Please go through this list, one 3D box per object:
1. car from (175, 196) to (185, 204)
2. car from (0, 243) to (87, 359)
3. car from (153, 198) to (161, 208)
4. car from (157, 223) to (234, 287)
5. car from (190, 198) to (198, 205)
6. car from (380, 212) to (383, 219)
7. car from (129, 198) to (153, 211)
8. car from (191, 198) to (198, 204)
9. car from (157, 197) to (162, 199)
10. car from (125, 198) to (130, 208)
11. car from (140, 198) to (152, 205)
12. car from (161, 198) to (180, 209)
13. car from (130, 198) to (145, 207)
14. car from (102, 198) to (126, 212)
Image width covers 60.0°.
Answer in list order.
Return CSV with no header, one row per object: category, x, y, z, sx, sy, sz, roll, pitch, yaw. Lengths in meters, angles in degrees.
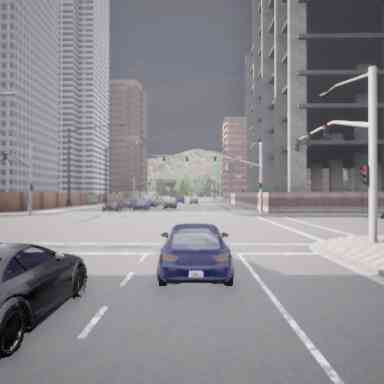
car,-2.930,1.889,81.826,2.150,2.045,5.566,0,0,1
car,-3.420,1.614,6.053,1.994,1.385,4.181,0,0,0
car,-6.955,2.060,56.610,1.895,1.301,4.718,0,0,1
car,0.087,1.603,9.416,1.812,1.442,4.674,0,0,0
car,0.447,2.132,74.820,2.128,1.511,4.902,0,0,1
car,18.325,1.768,26.965,5.357,1.411,2.033,0,0,0
car,-7.127,1.861,47.268,1.882,1.535,5.008,0,0,1
car,0.630,2.216,85.214,1.812,1.442,4.674,0,0,1
car,-6.723,1.891,66.419,2.097,1.767,4.553,0,0,1
car,-10.524,1.785,53.326,2.097,1.767,4.553,0,0,1
car,-10.077,2.070,73.631,1.882,1.535,5.008,0,0,1
car,-3.339,2.029,52.695,1.895,1.301,4.718,0,0,1
car,-10.304,1.992,63.454,1.882,1.535,5.008,0,0,2
car,-10.665,1.927,44.764,1.994,1.385,4.181,0,0,1
